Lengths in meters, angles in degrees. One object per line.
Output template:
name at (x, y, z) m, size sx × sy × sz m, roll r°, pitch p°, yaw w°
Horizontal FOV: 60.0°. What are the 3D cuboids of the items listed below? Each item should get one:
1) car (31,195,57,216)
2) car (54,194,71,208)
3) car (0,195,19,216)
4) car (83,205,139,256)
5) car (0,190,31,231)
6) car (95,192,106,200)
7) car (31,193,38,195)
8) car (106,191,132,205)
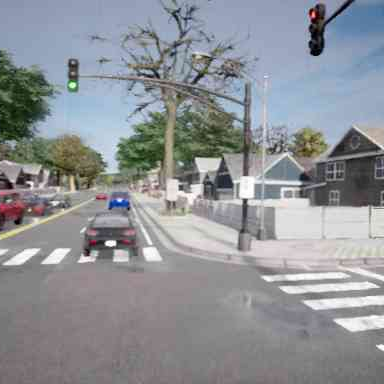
car at (-12.879, 1.204, 27.554) m, size 1.994 × 1.385 × 4.181 m, roll 1°, pitch 0°, yaw -11°
car at (-14.862, 0.980, 37.480) m, size 2.128 × 1.511 × 4.902 m, roll 1°, pitch 1°, yaw -11°
car at (-16.129, 1.056, 27.216) m, size 2.128 × 1.511 × 4.902 m, roll 1°, pitch 0°, yaw -11°
car at (-3.006, 1.434, 12.680) m, size 1.812 × 1.442 × 4.674 m, roll 1°, pitch 0°, yaw -12°
car at (-10.993, 0.938, 18.338) m, size 2.150 × 2.045 × 5.566 m, roll 1°, pitch 0°, yaw -12°
car at (-15.691, 0.710, 57.800) m, size 1.994 × 1.385 × 4.181 m, roll 1°, pitch 1°, yaw -12°
car at (-18.070, 0.905, 37.001) m, size 2.128 × 1.511 × 4.902 m, roll 1°, pitch 1°, yaw -11°
car at (-7.673, 0.918, 35.436) m, size 2.150 × 2.045 × 5.566 m, roll 1°, pitch 1°, yaw -12°
